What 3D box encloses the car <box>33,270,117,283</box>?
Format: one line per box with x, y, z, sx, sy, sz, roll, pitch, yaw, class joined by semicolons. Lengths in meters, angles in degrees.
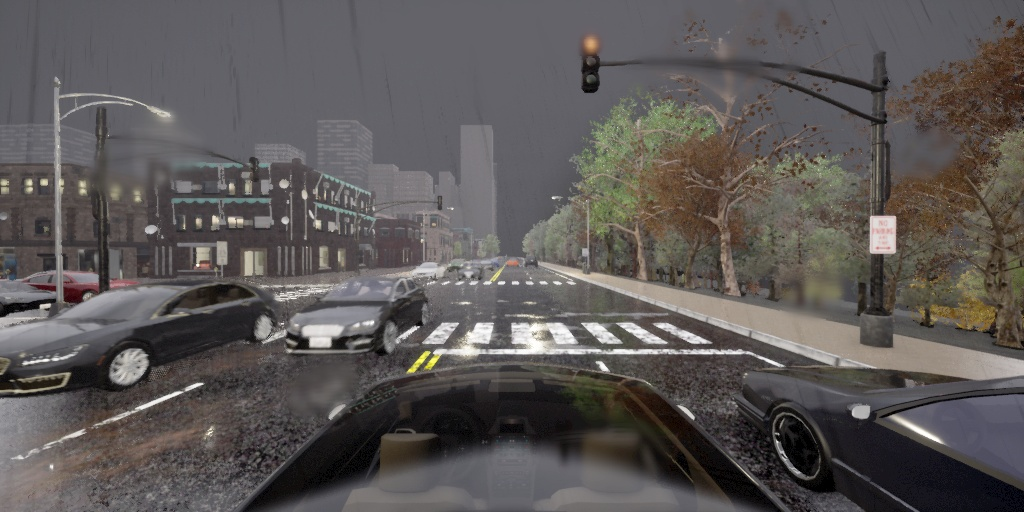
-19.822;1.448;16.363;5.008;1.535;1.882;-1;1;0;car

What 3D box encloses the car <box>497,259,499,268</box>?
-3.236;1.204;62.511;1.882;1.535;5.008;0;0;1;car

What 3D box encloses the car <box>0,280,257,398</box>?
-6.595;1.255;6.815;1.837;1.490;4.892;0;0;0;car

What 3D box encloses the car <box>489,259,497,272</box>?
-3.302;1.260;45.977;1.812;1.442;4.674;0;0;0;car

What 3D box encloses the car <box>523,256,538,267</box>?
3.424;0.947;64.229;2.150;2.045;5.566;0;0;0;car

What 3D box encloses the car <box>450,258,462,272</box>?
-6.548;1.087;44.125;2.097;1.767;4.553;0;0;0;car

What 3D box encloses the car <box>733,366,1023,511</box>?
3.350;1.297;1.482;2.033;1.411;5.357;0;0;0;car

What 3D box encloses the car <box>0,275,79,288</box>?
-19.933;1.564;13.658;4.313;1.339;1.948;0;0;0;car

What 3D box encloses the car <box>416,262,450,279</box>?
-6.772;1.267;29.682;1.812;1.442;4.674;0;0;4;car

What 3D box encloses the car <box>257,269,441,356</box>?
-3.341;1.240;8.708;2.128;1.511;4.902;0;0;0;car

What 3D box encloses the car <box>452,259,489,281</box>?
-3.317;1.233;29.795;2.128;1.511;4.902;0;0;0;car
